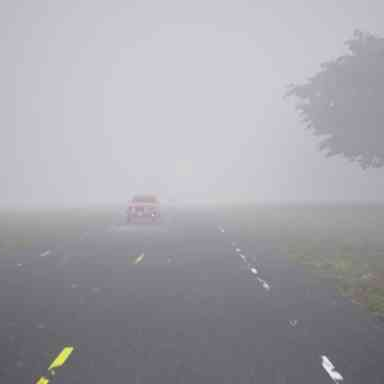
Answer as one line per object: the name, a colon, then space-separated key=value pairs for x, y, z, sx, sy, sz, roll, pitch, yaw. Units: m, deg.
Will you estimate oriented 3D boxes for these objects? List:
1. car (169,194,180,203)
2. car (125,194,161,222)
car: x=-3.514 y=1.272 z=66.382 sx=2.097 sy=1.767 sz=4.553 roll=0 pitch=0 yaw=0
car: x=-3.604 y=1.160 z=25.618 sx=2.150 sy=2.045 sz=5.566 roll=0 pitch=0 yaw=0
